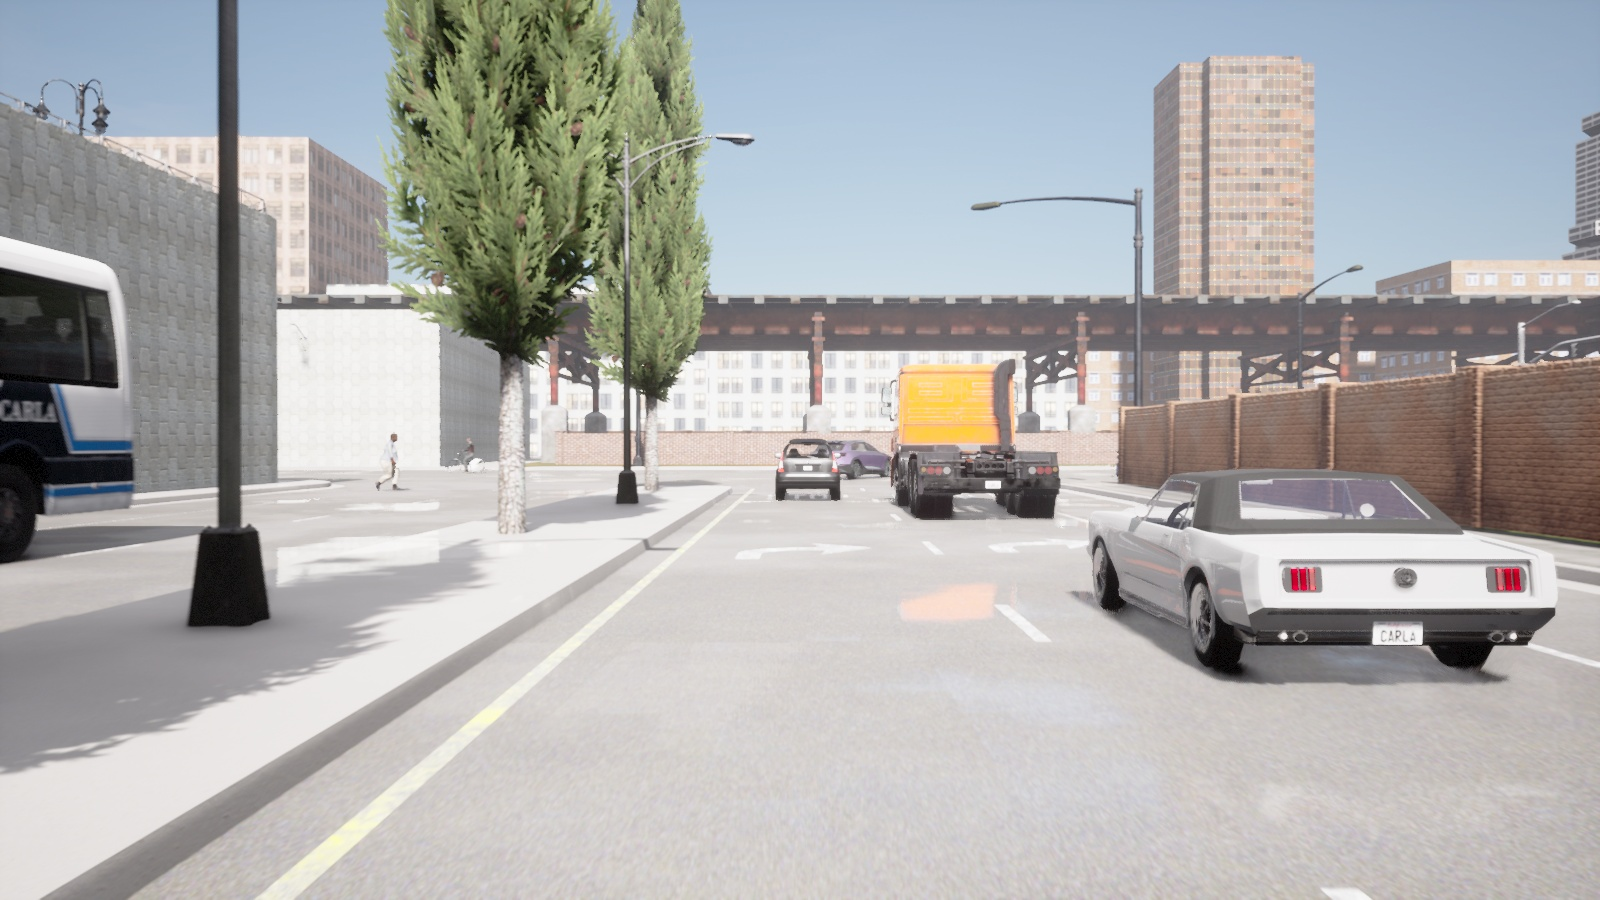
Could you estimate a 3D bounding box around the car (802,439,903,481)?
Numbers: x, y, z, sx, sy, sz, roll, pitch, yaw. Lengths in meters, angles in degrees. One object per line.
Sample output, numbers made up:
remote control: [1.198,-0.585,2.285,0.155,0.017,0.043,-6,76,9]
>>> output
car: [2.249,0.385,52.059,2.033,1.649,4.856,0,0,32]

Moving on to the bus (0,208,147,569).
bus: [-11.410,-0.712,12.971,3.944,4.253,10.273,0,0,0]

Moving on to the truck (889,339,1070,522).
truck: [3.674,-0.389,27.735,2.891,3.462,7.936,0,0,0]

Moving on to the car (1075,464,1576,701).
car: [3.570,0.795,9.658,1.895,1.301,4.718,0,0,0]

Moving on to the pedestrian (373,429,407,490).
pedestrian: [-12.658,0.292,38.784,0.900,1.855,0.874,0,0,-12]

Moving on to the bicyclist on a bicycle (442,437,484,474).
bicyclist on a bicycle: [-16.515,0.257,61.564,1.843,1.776,0.659,0,0,1]

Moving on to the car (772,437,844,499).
car: [0.211,0.451,34.363,1.851,1.617,3.988,0,0,0]
